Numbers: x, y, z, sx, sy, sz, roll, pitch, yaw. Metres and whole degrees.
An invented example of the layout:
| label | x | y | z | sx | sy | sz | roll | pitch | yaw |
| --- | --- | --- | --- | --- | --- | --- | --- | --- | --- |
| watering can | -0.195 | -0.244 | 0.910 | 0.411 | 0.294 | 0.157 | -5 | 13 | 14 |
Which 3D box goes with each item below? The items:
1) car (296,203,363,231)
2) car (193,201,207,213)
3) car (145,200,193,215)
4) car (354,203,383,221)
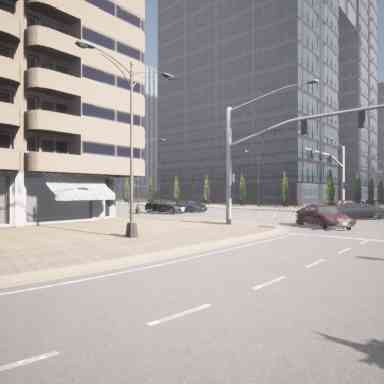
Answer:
| label | x | y | z | sx | sy | sz | roll | pitch | yaw |
| --- | --- | --- | --- | --- | --- | --- | --- | --- | --- |
| car | 8.272 | 1.534 | 21.030 | 1.812 | 1.442 | 4.674 | 1 | 0 | -10 |
| car | -0.332 | 1.619 | 37.003 | 4.181 | 1.385 | 1.994 | 0 | 0 | 41 |
| car | -2.736 | 1.547 | 34.455 | 4.902 | 1.511 | 2.128 | 0 | 0 | 41 |
| car | 13.910 | 1.572 | 27.472 | 4.181 | 1.385 | 1.994 | 0 | 0 | 21 |
